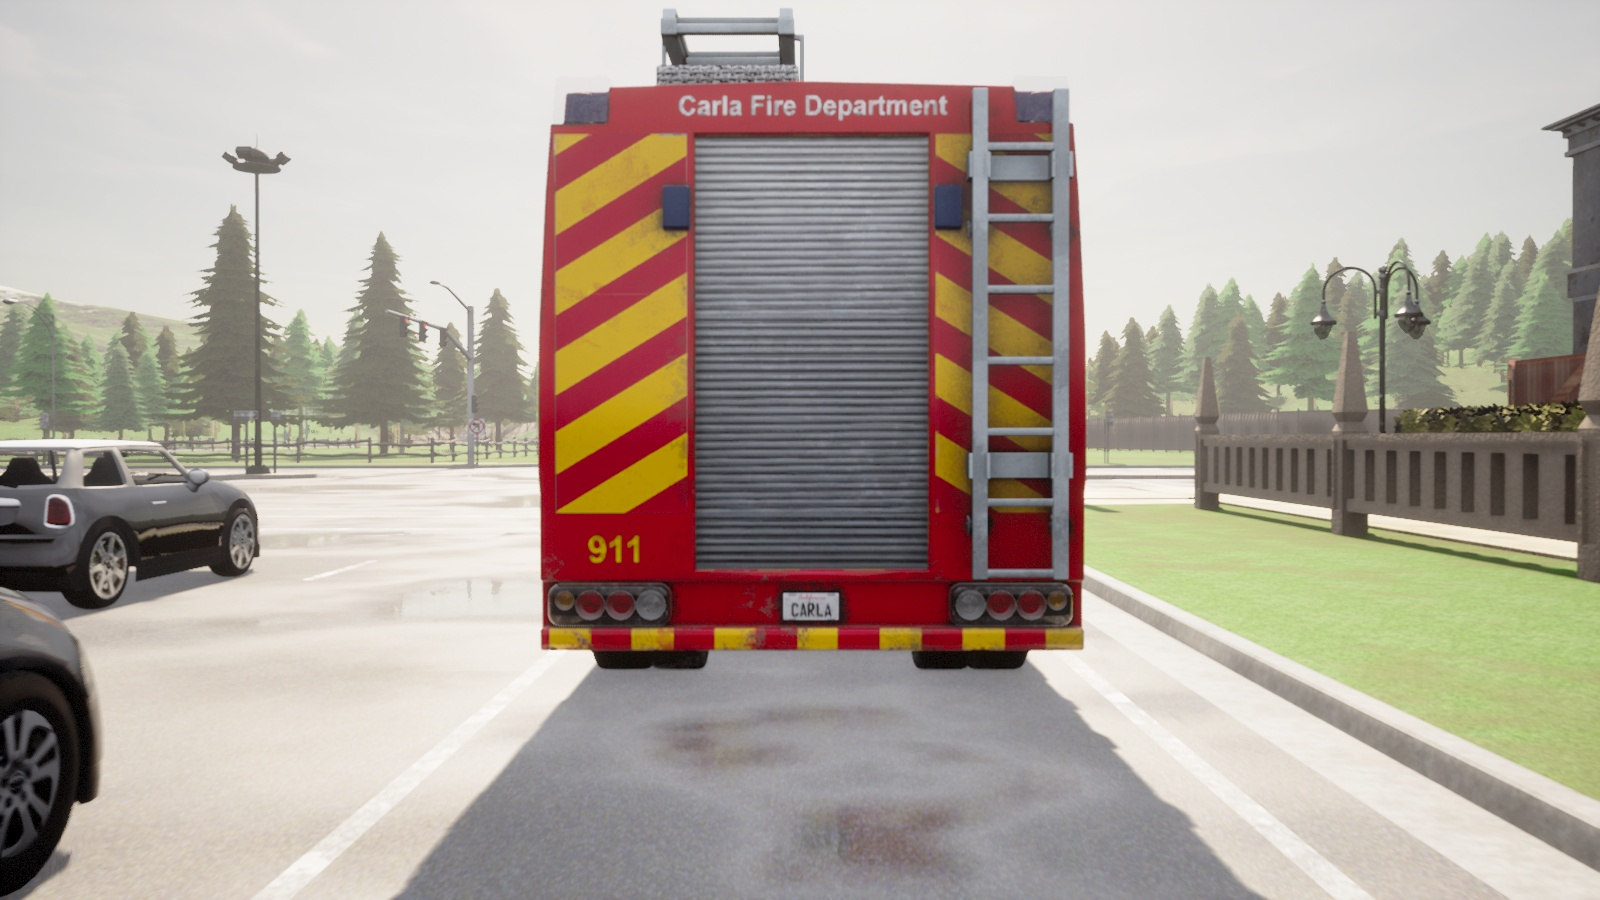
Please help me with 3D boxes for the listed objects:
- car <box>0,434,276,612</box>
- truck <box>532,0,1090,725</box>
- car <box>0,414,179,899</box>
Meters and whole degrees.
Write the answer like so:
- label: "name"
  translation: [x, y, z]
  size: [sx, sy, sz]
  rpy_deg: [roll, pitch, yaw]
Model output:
- label: "car"
  translation: [-6.915, 0.583, 12.289]
  size: [1.970, 1.475, 3.806]
  rpy_deg: [0, 1, 0]
- label: "truck"
  translation: [0.077, -0.527, 10.758]
  size: [2.891, 3.827, 8.468]
  rpy_deg: [0, 1, 0]
- label: "car"
  translation: [-3.470, 0.663, 2.704]
  size: [2.007, 1.525, 4.514]
  rpy_deg: [0, 1, 0]
